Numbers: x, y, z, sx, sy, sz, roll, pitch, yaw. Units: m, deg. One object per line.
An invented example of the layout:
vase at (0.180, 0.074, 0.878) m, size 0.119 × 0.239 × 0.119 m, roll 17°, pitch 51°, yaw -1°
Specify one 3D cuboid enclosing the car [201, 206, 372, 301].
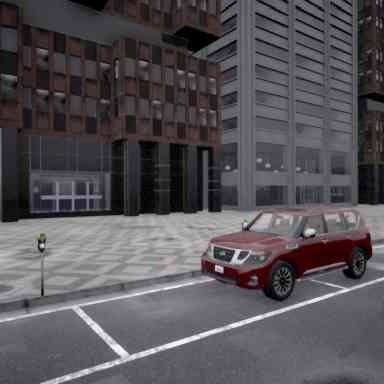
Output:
car at (2.625, 1.314, 8.507) m, size 5.009 × 1.841 × 2.192 m, roll 0°, pitch 0°, yaw -35°
